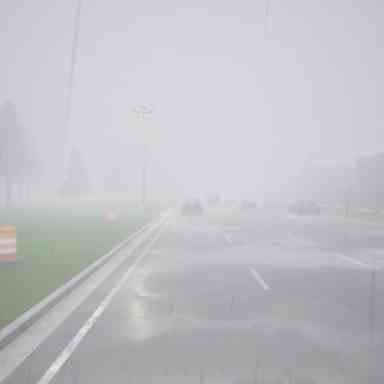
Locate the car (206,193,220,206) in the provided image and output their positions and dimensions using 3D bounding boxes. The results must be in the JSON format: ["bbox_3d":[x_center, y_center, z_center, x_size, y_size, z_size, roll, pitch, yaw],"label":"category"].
[{"bbox_3d":[3.432,1.201,54.619,2.150,2.045,5.566,0,0,0],"label":"car"}]

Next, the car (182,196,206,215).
[{"bbox_3d":[0.058,1.342,33.460,2.097,1.767,4.553,0,0,0],"label":"car"}]

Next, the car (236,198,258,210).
[{"bbox_3d":[7.007,1.505,41.643,1.812,1.442,4.674,0,0,0],"label":"car"}]

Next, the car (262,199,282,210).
[{"bbox_3d":[10.546,1.576,43.432,1.895,1.301,4.718,0,0,0],"label":"car"}]

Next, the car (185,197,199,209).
[{"bbox_3d":[0.059,1.512,45.050,1.812,1.442,4.674,0,0,0],"label":"car"}]

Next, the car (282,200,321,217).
[{"bbox_3d":[10.562,1.470,31.512,2.128,1.511,4.902,0,0,0],"label":"car"}]

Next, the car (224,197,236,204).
[{"bbox_3d":[6.925,1.575,60.794,1.895,1.301,4.718,0,0,0],"label":"car"}]
